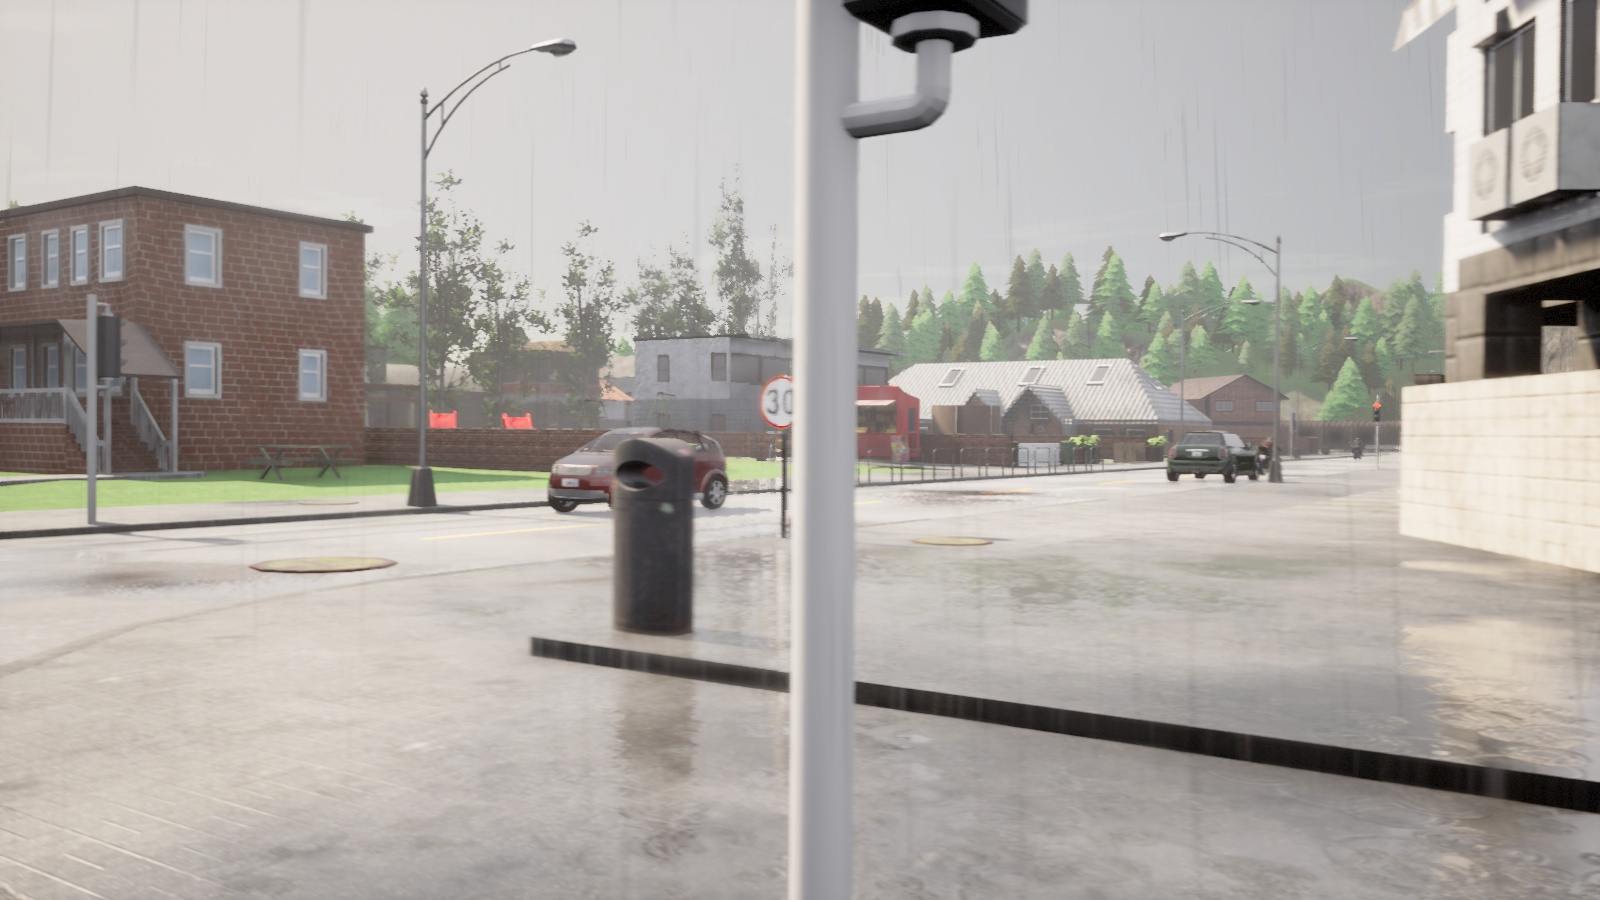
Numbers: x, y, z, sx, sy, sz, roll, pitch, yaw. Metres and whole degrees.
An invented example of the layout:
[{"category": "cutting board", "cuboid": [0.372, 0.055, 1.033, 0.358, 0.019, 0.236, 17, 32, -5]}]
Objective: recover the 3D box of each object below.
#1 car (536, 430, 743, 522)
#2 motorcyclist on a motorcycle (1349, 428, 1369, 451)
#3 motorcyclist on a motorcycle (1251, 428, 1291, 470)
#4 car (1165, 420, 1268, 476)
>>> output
[{"category": "car", "cuboid": [-2.878, 0.420, 23.205, 1.789, 1.549, 3.705, 0, 1, 34]}, {"category": "motorcyclist on a motorcycle", "cuboid": [37.811, -0.734, 84.951, 0.866, 1.530, 2.191, 0, 1, 34]}, {"category": "motorcyclist on a motorcycle", "cuboid": [18.052, -0.053, 48.119, 0.866, 1.530, 2.191, 0, 1, 36]}, {"category": "car", "cuboid": [13.857, -0.103, 41.614, 2.097, 1.767, 4.553, 0, 1, 34]}]
